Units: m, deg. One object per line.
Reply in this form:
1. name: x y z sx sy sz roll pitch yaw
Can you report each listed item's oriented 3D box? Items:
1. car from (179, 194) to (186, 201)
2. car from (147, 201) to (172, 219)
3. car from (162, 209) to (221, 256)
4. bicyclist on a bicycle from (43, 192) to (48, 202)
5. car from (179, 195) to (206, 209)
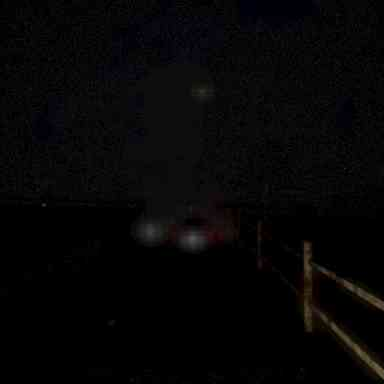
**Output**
1. car: -2.720 1.515 95.386 2.097 1.767 4.553 0 0 0
2. car: -2.791 1.562 30.123 1.812 1.442 4.674 0 0 1
3. car: 0.051 1.569 13.130 1.994 1.385 4.181 0 0 0
4. bicyclist on a bicycle: -22.602 0.752 51.487 0.582 1.620 1.656 2 0 0
5. car: 0.052 1.383 27.611 2.097 1.767 4.553 0 0 1
